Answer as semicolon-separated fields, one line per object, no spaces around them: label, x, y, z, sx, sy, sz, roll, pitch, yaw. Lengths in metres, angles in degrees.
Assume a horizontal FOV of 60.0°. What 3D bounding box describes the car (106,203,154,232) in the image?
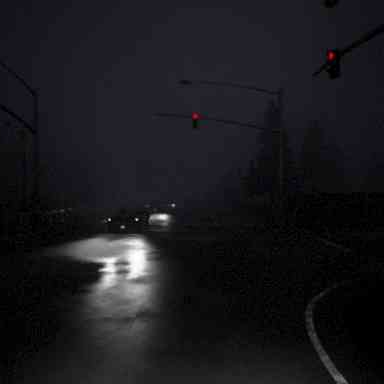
car;-3.645;1.532;19.728;1.895;1.301;4.718;0;0;0

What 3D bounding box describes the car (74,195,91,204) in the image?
car;-17.580;1.187;53.441;1.845;1.501;3.633;0;0;0

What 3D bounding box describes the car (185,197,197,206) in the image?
car;-0.120;1.421;51.661;1.895;1.301;4.718;0;0;0

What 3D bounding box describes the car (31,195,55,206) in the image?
car;-20.616;1.223;46.043;1.970;1.475;3.806;0;0;0

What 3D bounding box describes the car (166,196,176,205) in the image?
car;-3.639;1.354;55.653;2.033;1.411;5.357;0;0;0

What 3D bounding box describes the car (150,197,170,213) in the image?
car;-3.678;1.477;35.451;1.895;1.301;4.718;0;0;0
